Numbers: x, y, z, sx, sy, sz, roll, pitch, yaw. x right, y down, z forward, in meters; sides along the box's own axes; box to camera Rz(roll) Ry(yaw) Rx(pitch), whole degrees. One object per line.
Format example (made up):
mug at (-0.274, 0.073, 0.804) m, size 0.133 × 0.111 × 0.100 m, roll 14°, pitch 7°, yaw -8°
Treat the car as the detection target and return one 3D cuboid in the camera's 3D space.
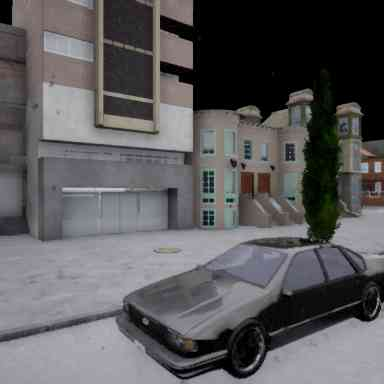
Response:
car at (1.518, 1.548, 5.696) m, size 5.357 × 1.411 × 2.033 m, roll 0°, pitch 0°, yaw -36°
